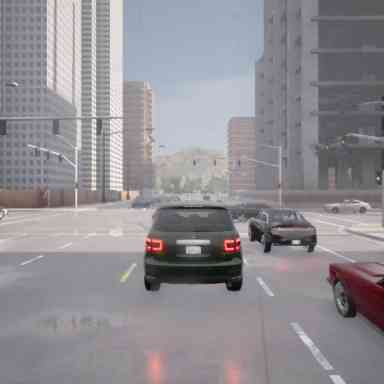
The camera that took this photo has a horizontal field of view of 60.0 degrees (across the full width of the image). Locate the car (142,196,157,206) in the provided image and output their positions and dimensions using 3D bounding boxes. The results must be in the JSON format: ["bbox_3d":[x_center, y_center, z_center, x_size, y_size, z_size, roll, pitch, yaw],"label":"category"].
[{"bbox_3d":[-7.271,1.505,56.856,1.837,1.490,4.892,0,0,1],"label":"car"}]

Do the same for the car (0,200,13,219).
[{"bbox_3d":[-18.405,1.491,28.570,4.902,1.511,2.128,0,0,0],"label":"car"}]

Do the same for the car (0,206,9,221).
[{"bbox_3d":[-16.480,1.525,24.869,4.674,1.442,1.812,0,0,5],"label":"car"}]

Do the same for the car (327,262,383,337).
[{"bbox_3d":[3.590,1.601,4.472,1.895,1.301,4.718,0,0,0],"label":"car"}]

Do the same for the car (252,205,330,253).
[{"bbox_3d":[3.540,1.492,13.726,2.128,1.511,4.902,0,0,0],"label":"car"}]

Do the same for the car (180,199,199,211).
[{"bbox_3d":[-0.267,1.601,42.383,1.895,1.301,4.718,0,0,5],"label":"car"}]

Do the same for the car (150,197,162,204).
[{"bbox_3d":[-7.090,1.601,66.197,1.895,1.301,4.718,0,0,1],"label":"car"}]

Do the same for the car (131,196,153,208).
[{"bbox_3d":[-7.381,1.352,47.955,2.097,1.767,4.553,0,0,1],"label":"car"}]

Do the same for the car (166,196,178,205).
[{"bbox_3d":[-3.684,1.505,61.600,1.837,1.490,4.892,0,0,1],"label":"car"}]

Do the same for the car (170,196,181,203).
[{"bbox_3d":[-3.492,1.553,71.365,1.994,1.385,4.181,0,0,1],"label":"car"}]

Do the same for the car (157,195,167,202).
[{"bbox_3d":[-6.922,1.497,76.516,1.837,1.490,4.892,0,0,1],"label":"car"}]

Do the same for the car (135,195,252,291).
[{"bbox_3d":[0.034,1.221,9.149,2.150,2.045,5.566,0,0,0],"label":"car"}]

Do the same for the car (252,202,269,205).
[{"bbox_3d":[5.053,1.504,24.921,4.892,1.490,1.837,0,0,0],"label":"car"}]

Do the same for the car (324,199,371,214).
[{"bbox_3d":[16.543,1.526,35.573,4.674,1.442,1.812,0,0,0],"label":"car"}]

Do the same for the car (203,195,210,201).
[{"bbox_3d":[3.712,1.500,86.317,1.837,1.490,4.892,0,0,1],"label":"car"}]
